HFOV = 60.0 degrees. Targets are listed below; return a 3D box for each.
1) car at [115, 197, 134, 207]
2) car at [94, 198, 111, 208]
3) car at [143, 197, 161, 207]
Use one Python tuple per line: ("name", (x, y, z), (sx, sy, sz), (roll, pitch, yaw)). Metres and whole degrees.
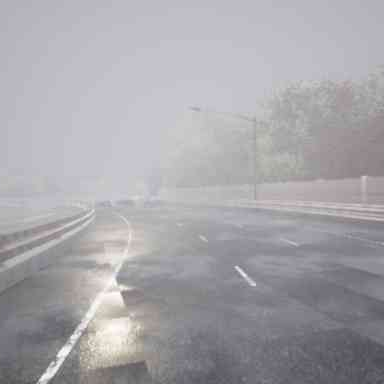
("car", (-11.186, 1.613, 54.692), (1.882, 1.535, 5.008), (0, 0, -30))
("car", (-14.367, 1.698, 53.229), (1.812, 1.442, 4.674), (0, 0, -30))
("car", (-6.440, 1.605, 53.328), (1.812, 1.442, 4.674), (-1, 0, -28))
